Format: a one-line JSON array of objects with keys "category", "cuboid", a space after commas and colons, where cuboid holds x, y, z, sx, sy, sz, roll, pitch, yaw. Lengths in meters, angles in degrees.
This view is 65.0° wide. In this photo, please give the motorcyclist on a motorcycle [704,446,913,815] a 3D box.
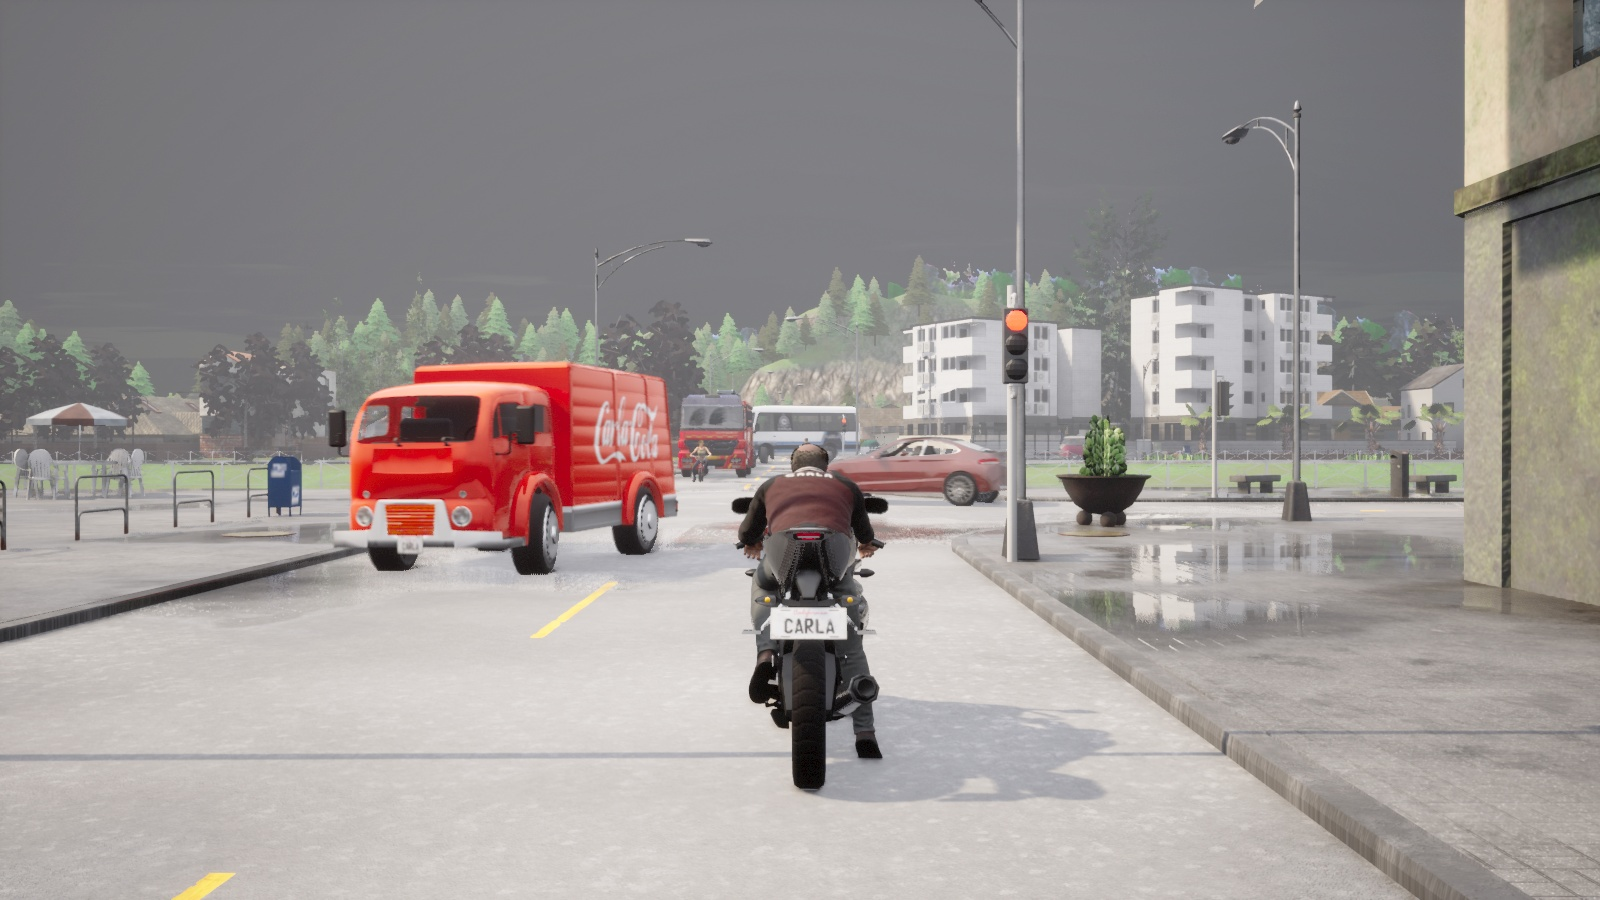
[{"category": "motorcyclist on a motorcycle", "cuboid": [0.047, 0.746, 6.323, 0.866, 1.530, 2.191, 0, 0, 1]}]

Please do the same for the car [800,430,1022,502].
[{"category": "car", "cuboid": [2.730, 0.352, 30.957, 5.027, 1.651, 2.152, 0, 1, 25]}]

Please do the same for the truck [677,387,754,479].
[{"category": "truck", "cuboid": [-3.704, -0.742, 56.921, 2.891, 3.827, 8.468, 0, 0, 0]}]

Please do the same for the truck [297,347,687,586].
[{"category": "truck", "cuboid": [-3.532, 0.167, 15.800, 2.627, 2.467, 5.204, -1, 0, 14]}]

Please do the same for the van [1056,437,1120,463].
[{"category": "van", "cuboid": [21.765, -0.020, 95.060, 4.442, 1.987, 1.775, 0, 0, 0]}]

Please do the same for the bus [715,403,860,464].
[{"category": "bus", "cuboid": [-0.854, -1.156, 93.114, 10.273, 4.253, 3.944, 0, -1, -34]}]
